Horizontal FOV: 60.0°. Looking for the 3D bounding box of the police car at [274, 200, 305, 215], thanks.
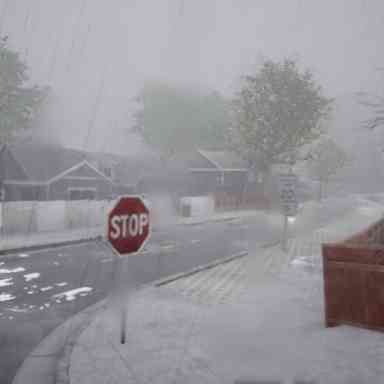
[{"bbox_3d":[9.541,1.471,32.436,2.038,1.542,4.974,2,1,32],"label":"police car"}]
